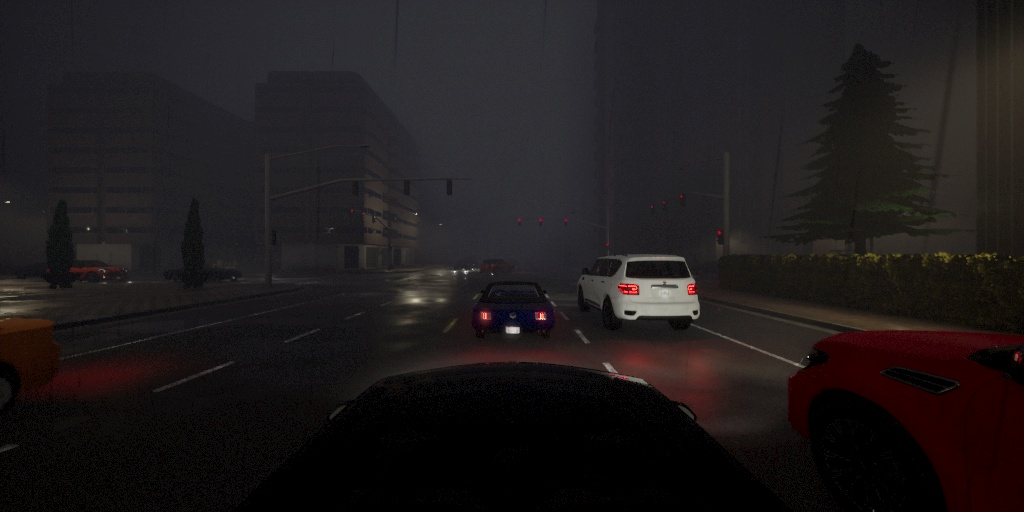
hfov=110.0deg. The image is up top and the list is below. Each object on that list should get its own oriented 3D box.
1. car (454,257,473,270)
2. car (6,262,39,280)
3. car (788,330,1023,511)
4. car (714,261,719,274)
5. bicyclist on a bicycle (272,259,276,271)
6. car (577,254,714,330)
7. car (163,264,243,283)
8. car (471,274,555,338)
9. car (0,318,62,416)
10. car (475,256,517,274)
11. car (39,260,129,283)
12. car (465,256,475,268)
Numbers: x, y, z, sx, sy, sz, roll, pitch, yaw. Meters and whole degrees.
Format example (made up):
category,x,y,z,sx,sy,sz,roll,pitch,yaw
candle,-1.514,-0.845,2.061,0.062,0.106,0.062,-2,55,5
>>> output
category,x,y,z,sx,sy,sz,roll,pitch,yaw
car,-7.142,1.276,51.519,1.812,1.442,4.674,0,0,0
car,-39.879,1.277,30.923,4.674,1.442,1.812,1,0,2
car,3.601,0.971,0.892,2.150,2.045,5.566,0,0,0
car,20.832,1.228,37.580,5.008,1.535,1.882,0,0,1
bicyclist on a bicycle,-28.686,1.051,42.798,0.582,1.620,1.656,0,0,1
car,3.577,0.971,11.253,2.150,2.045,5.566,0,0,-2
car,-23.348,1.351,27.268,4.718,1.301,1.895,0,0,0
car,0.047,1.351,10.125,1.895,1.301,4.718,0,0,0
car,-7.087,1.227,2.702,1.882,1.535,5.008,0,0,0
car,-1.610,1.102,39.644,2.097,1.767,4.553,0,0,31
car,-32.235,1.102,27.347,4.553,1.767,2.097,0,0,0
car,-7.150,0.971,61.217,2.150,2.045,5.566,0,0,0
